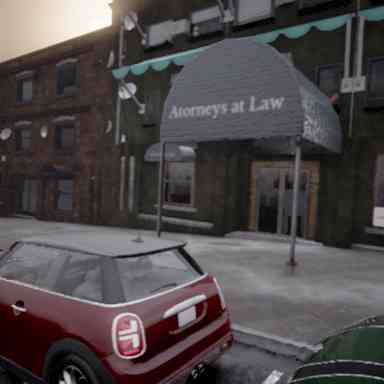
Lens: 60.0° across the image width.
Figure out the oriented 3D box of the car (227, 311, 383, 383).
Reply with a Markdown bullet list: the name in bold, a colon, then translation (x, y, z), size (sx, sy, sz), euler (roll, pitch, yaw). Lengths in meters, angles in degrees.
- **car**: translation (2.714, 1.356, 1.595), size (4.553, 1.767, 2.185), euler (0, 0, 36)

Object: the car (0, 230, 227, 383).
- **car**: translation (-1.783, 1.348, 4.804), size (4.553, 1.767, 2.185), euler (0, 0, 36)
